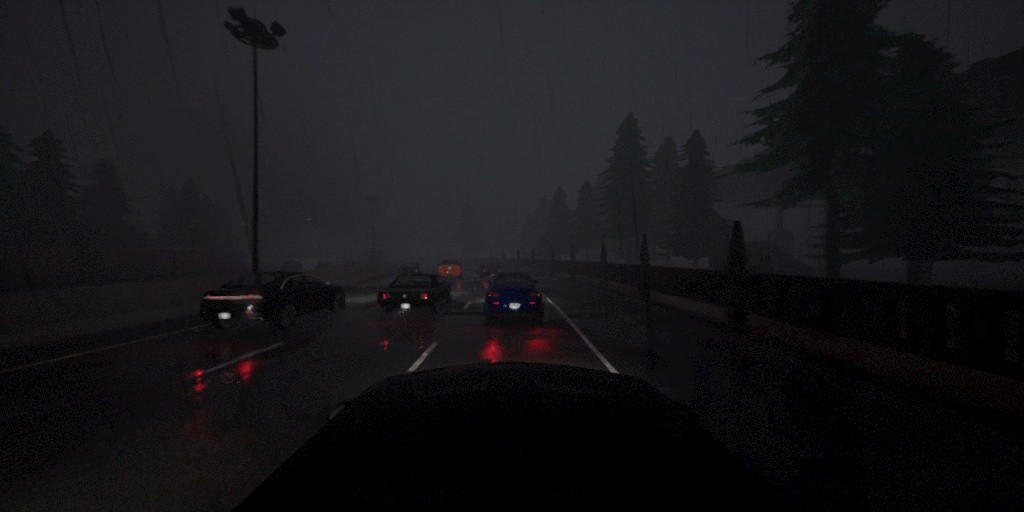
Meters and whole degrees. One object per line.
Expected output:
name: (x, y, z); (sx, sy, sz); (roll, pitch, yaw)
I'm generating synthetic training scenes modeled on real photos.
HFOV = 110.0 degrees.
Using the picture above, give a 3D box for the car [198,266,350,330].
car: (-6.942, 1.225, 11.049); (2.128, 1.511, 4.902); (0, 0, -1)

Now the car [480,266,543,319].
car: (0.008, 1.257, 12.580); (1.812, 1.442, 4.674); (0, 0, -2)

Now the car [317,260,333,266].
car: (-26.003, 1.268, 49.855); (1.895, 1.301, 4.718); (0, 0, -24)

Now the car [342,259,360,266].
car: (-21.231, 1.162, 47.437); (2.128, 1.511, 4.902); (0, 0, -22)

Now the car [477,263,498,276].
car: (-2.148, 1.298, 32.825); (1.895, 1.301, 4.718); (0, 0, -11)

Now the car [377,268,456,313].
car: (-3.506, 1.330, 13.814); (1.895, 1.301, 4.718); (0, 0, -2)

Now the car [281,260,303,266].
car: (-28.092, 1.221, 45.914); (2.033, 1.411, 5.357); (0, 0, -22)

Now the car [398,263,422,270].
car: (-9.243, 1.298, 32.699); (1.895, 1.301, 4.718); (0, 0, -12)

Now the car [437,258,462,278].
car: (-5.681, 1.050, 32.515); (2.097, 1.767, 4.553); (0, 0, -11)
